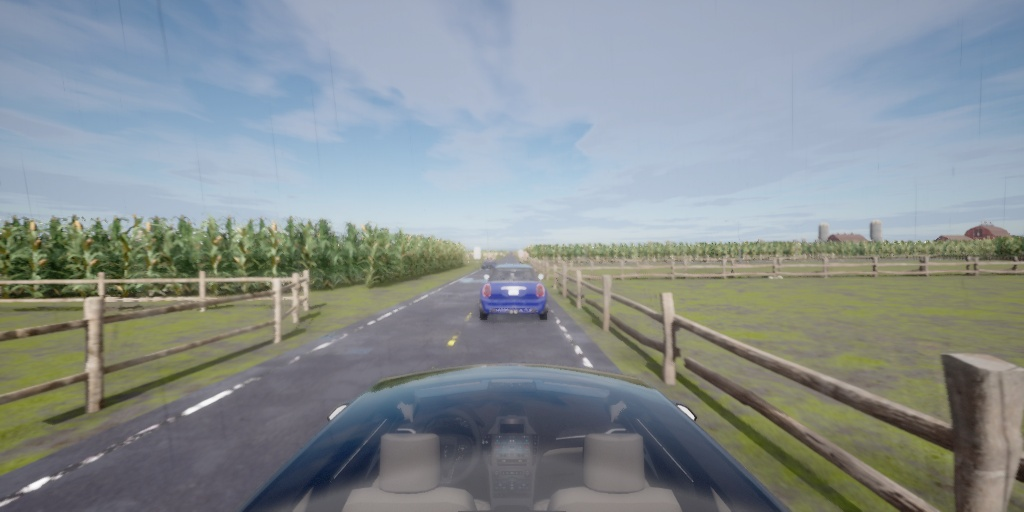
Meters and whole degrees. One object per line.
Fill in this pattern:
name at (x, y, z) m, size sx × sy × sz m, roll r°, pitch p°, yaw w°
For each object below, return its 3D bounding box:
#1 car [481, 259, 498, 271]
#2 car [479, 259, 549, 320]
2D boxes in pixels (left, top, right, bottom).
car at (-2.811, 1.091, 45.656) m, size 1.994 × 1.385 × 4.181 m, roll 0°, pitch 0°, yaw 0°
car at (0.064, 1.053, 12.552) m, size 2.097 × 1.767 × 4.553 m, roll 0°, pitch 0°, yaw 0°
